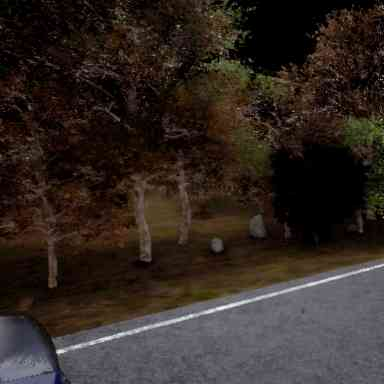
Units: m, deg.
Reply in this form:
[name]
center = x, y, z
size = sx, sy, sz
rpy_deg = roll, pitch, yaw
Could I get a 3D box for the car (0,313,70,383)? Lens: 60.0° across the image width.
[car]
center = -3.373, 1.560, 1.572
size = 5.357, 1.411, 2.033
rpy_deg = 0, 0, -35
